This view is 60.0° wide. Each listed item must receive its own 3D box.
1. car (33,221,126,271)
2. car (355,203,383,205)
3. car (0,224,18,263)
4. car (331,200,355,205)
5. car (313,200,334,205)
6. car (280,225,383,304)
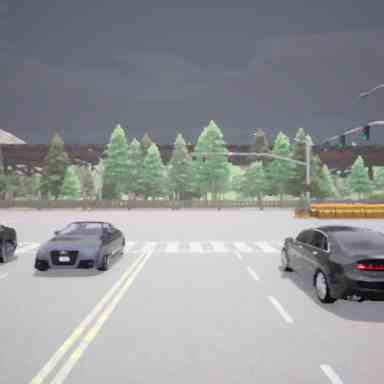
[{"bbox_3d":[-3.508,1.679,11.136,1.994,1.385,4.181,0,-1,0],"label":"car"},{"bbox_3d":[21.178,1.943,37.300,4.181,1.385,1.994,0,-1,-2],"label":"car"},{"bbox_3d":[-7.020,1.592,9.683,2.128,1.511,4.902,0,-1,0],"label":"car"},{"bbox_3d":[20.161,2.015,40.768,4.718,1.301,1.895,0,-1,-2],"label":"car"},{"bbox_3d":[18.151,1.801,44.208,4.553,1.767,2.097,0,-1,-2],"label":"car"},{"bbox_3d":[3.610,1.591,8.348,1.837,1.490,4.892,0,-1,1],"label":"car"}]
